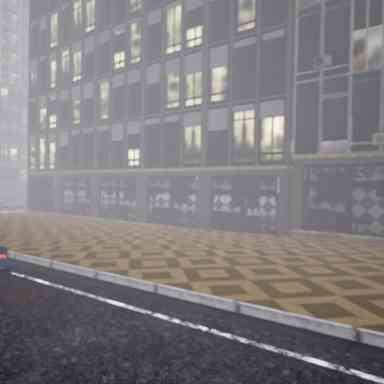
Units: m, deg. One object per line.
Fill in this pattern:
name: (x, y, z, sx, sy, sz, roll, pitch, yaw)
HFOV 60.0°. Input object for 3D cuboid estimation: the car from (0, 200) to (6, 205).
car: (-28.839, 1.321, 46.717, 1.752, 1.417, 4.829, 1, 0, 36)

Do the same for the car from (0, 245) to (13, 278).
car: (-6.616, 1.483, 8.363, 5.357, 1.411, 2.033, 0, 0, 35)
